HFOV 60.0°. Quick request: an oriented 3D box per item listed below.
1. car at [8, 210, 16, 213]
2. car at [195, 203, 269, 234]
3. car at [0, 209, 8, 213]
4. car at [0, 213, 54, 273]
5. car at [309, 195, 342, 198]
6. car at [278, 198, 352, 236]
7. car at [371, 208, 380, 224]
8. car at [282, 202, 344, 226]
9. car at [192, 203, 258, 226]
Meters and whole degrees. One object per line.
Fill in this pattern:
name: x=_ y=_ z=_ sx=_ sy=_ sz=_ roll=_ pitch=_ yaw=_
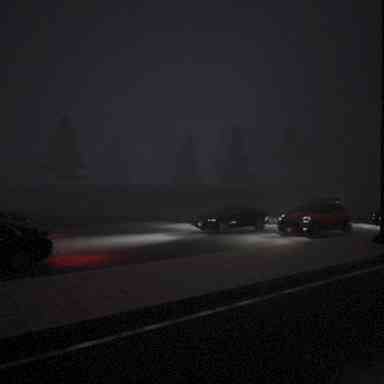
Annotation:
car: x=-10.084 y=1.507 z=15.218 sx=4.892 sy=1.490 sz=1.837 roll=0 pitch=0 yaw=-35
car: x=2.427 y=1.528 z=19.773 sx=4.902 sy=1.511 sz=2.128 roll=0 pitch=0 yaw=-35
car: x=-9.610 y=1.221 z=11.257 sx=5.566 sy=2.045 sz=2.150 roll=0 pitch=0 yaw=-35
car: x=-6.471 y=1.507 z=9.195 sx=4.892 sy=1.490 sz=1.837 roll=1 pitch=0 yaw=-35
car: x=11.958 y=1.294 z=30.858 sx=5.566 sy=2.045 sz=2.150 roll=0 pitch=0 yaw=-35
car: x=6.899 y=1.394 z=18.639 sx=4.553 sy=1.767 sz=2.097 roll=0 pitch=0 yaw=-35
car: x=15.169 y=1.573 z=24.565 sx=4.892 sy=1.490 sz=1.837 roll=0 pitch=0 yaw=-35
car: x=8.969 y=1.561 z=24.491 sx=4.892 sy=1.490 sz=1.837 roll=0 pitch=0 yaw=-35
car: x=2.468 y=1.568 z=24.081 sx=4.674 sy=1.442 sz=1.812 roll=0 pitch=0 yaw=-35
